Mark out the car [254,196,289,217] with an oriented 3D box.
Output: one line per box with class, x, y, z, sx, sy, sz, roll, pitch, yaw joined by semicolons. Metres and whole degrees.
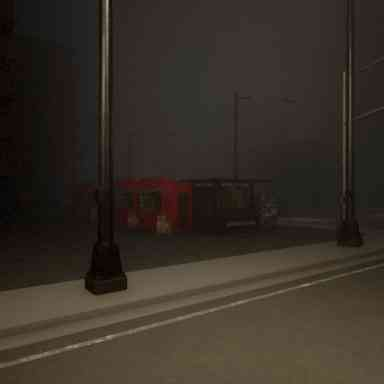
car;6.736;1.400;32.605;2.150;2.045;5.566;0;-1;-37
